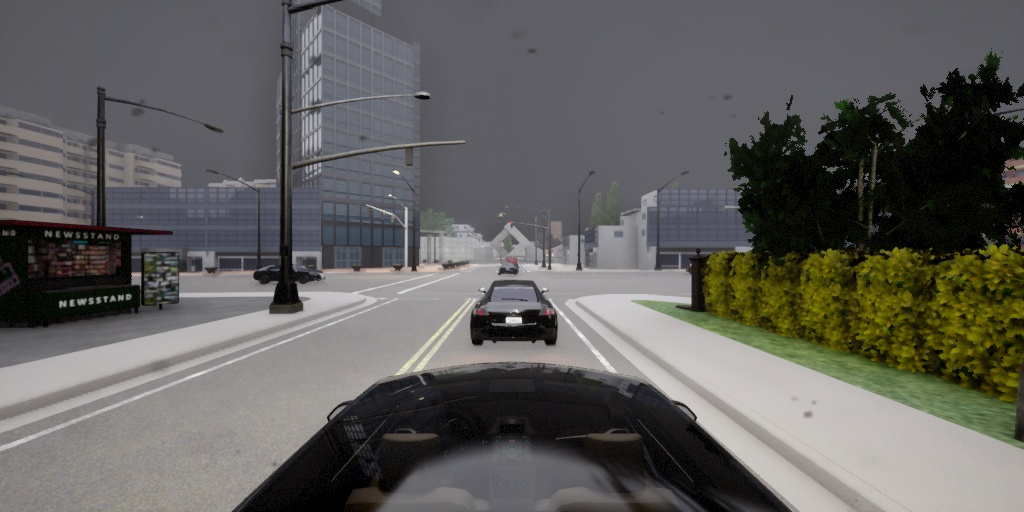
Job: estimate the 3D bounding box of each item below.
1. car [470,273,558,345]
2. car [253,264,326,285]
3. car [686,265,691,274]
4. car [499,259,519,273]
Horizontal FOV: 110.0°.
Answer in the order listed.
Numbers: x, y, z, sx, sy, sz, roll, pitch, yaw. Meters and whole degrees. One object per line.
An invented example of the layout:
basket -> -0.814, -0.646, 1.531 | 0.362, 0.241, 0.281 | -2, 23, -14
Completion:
car -> 0.046, 1.314, 9.512 | 1.994, 1.385, 4.181 | 0, 0, 0
car -> -16.766, 1.351, 27.097 | 4.902, 1.511, 2.128 | 0, 0, -1
car -> 21.205, 1.176, 38.256 | 5.008, 1.535, 1.882 | 0, 0, -1
car -> -0.352, 1.328, 39.624 | 1.994, 1.385, 4.181 | 0, 0, 3
